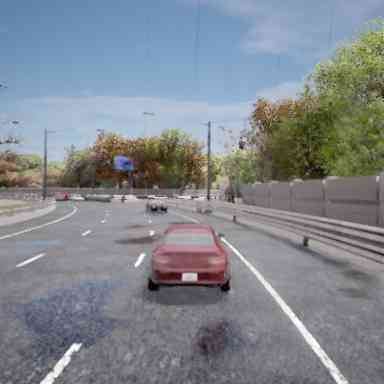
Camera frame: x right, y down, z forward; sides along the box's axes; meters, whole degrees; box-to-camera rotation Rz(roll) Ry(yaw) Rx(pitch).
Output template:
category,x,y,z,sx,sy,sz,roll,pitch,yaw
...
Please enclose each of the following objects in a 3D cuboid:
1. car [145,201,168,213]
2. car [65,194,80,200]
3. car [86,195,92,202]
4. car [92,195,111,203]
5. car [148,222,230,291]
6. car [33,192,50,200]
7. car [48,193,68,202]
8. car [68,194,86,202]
category,x,y,z,sx,sy,sz,roll,pitch,yaw
car,-4.101,1.636,37.642,1.895,1.301,4.718,1,0,-16
car,-30.361,1.358,84.461,1.812,1.442,4.674,1,0,-44
car,-23.299,1.423,76.143,2.128,1.511,4.902,1,0,-37
car,-18.646,1.477,69.579,2.033,1.411,5.357,1,0,-33
car,-0.075,1.545,8.961,1.812,1.442,4.674,1,0,-1
car,-35.779,0.988,80.015,2.150,2.045,5.566,1,0,-44
car,-28.980,1.377,72.051,1.994,1.385,4.181,1,0,-37
car,-25.715,1.460,73.537,1.895,1.301,4.718,1,0,-37
